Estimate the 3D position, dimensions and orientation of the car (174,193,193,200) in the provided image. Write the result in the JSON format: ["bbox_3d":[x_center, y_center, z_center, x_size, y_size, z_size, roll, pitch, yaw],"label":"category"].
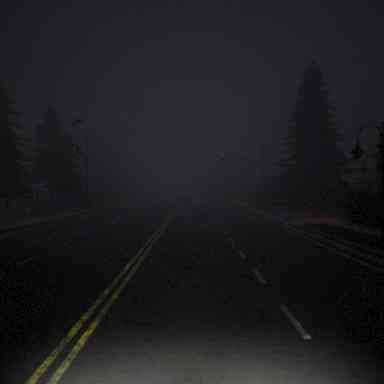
[{"bbox_3d":[-1.874,0.911,73.348,4.181,1.385,1.994,0,0,-2],"label":"car"}]
